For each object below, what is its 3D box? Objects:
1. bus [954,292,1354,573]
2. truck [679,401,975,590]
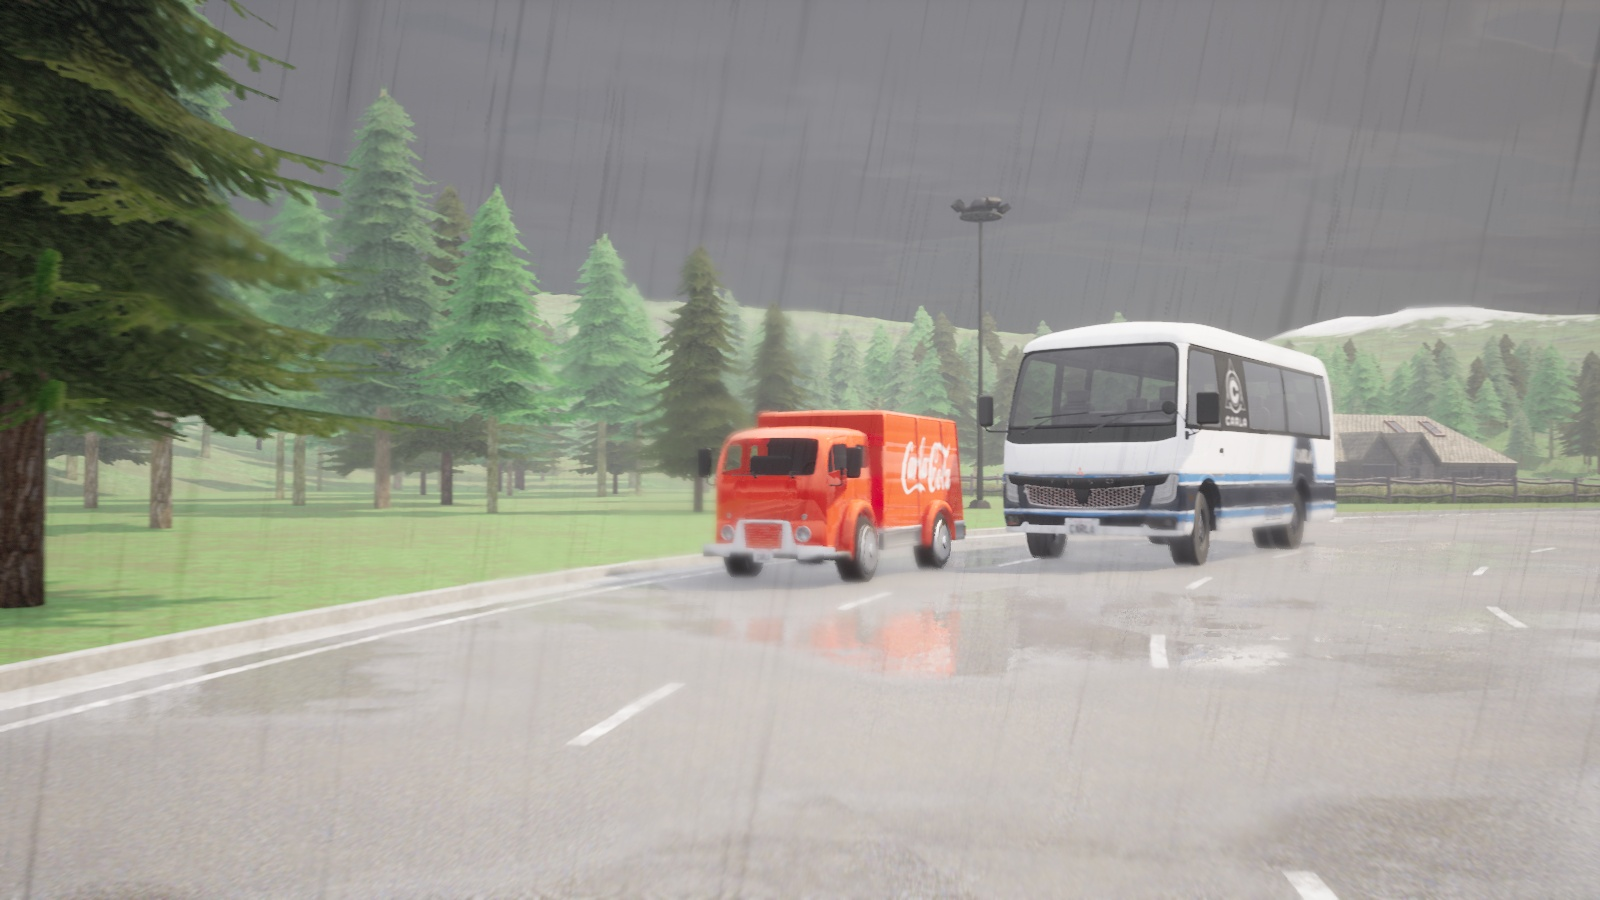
[{"bbox_3d":[7.307,-0.179,24.286,3.944,4.253,10.273,-1,-1,37],"label":"bus"},{"bbox_3d":[0.623,0.649,19.313,2.627,2.467,5.204,-1,-1,25],"label":"truck"}]
